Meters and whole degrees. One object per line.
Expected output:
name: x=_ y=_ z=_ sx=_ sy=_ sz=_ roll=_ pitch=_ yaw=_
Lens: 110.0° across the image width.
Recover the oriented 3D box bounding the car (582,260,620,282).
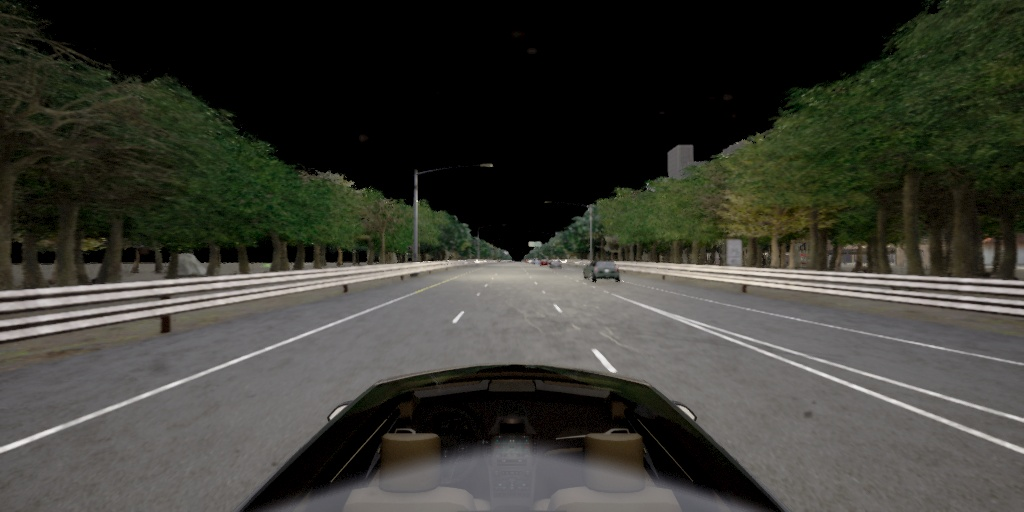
car: x=7.004 y=1.102 z=28.605 sx=2.097 sy=1.767 sz=4.553 roll=0 pitch=0 yaw=0

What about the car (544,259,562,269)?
car: x=7.076 y=1.330 z=59.366 sx=2.128 sy=1.511 sz=4.902 roll=0 pitch=0 yaw=0
